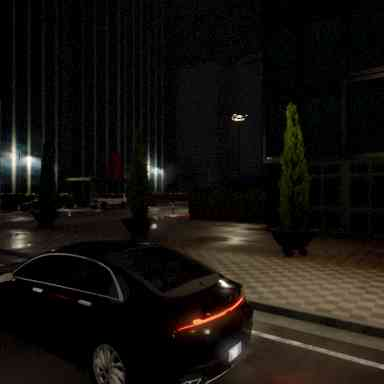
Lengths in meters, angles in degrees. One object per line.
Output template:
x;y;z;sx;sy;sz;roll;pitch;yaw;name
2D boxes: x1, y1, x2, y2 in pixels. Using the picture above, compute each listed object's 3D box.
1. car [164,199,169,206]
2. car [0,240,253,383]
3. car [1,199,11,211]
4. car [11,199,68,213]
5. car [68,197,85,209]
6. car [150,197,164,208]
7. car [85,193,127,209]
-5.562;1.564;53.835;1.994;1.385;4.181;0;0;35;car
-1.496;1.505;5.070;4.892;1.490;1.837;0;0;36;car
-21.028;1.547;37.921;2.033;1.411;5.357;0;0;35;car
-17.080;1.491;37.459;2.128;1.511;4.902;0;0;35;car
-15.381;1.505;45.966;1.837;1.490;4.892;0;0;35;car
-6.384;1.525;46.255;1.812;1.442;4.674;0;0;35;car
-11.363;1.221;45.597;2.150;2.045;5.566;0;0;35;car
